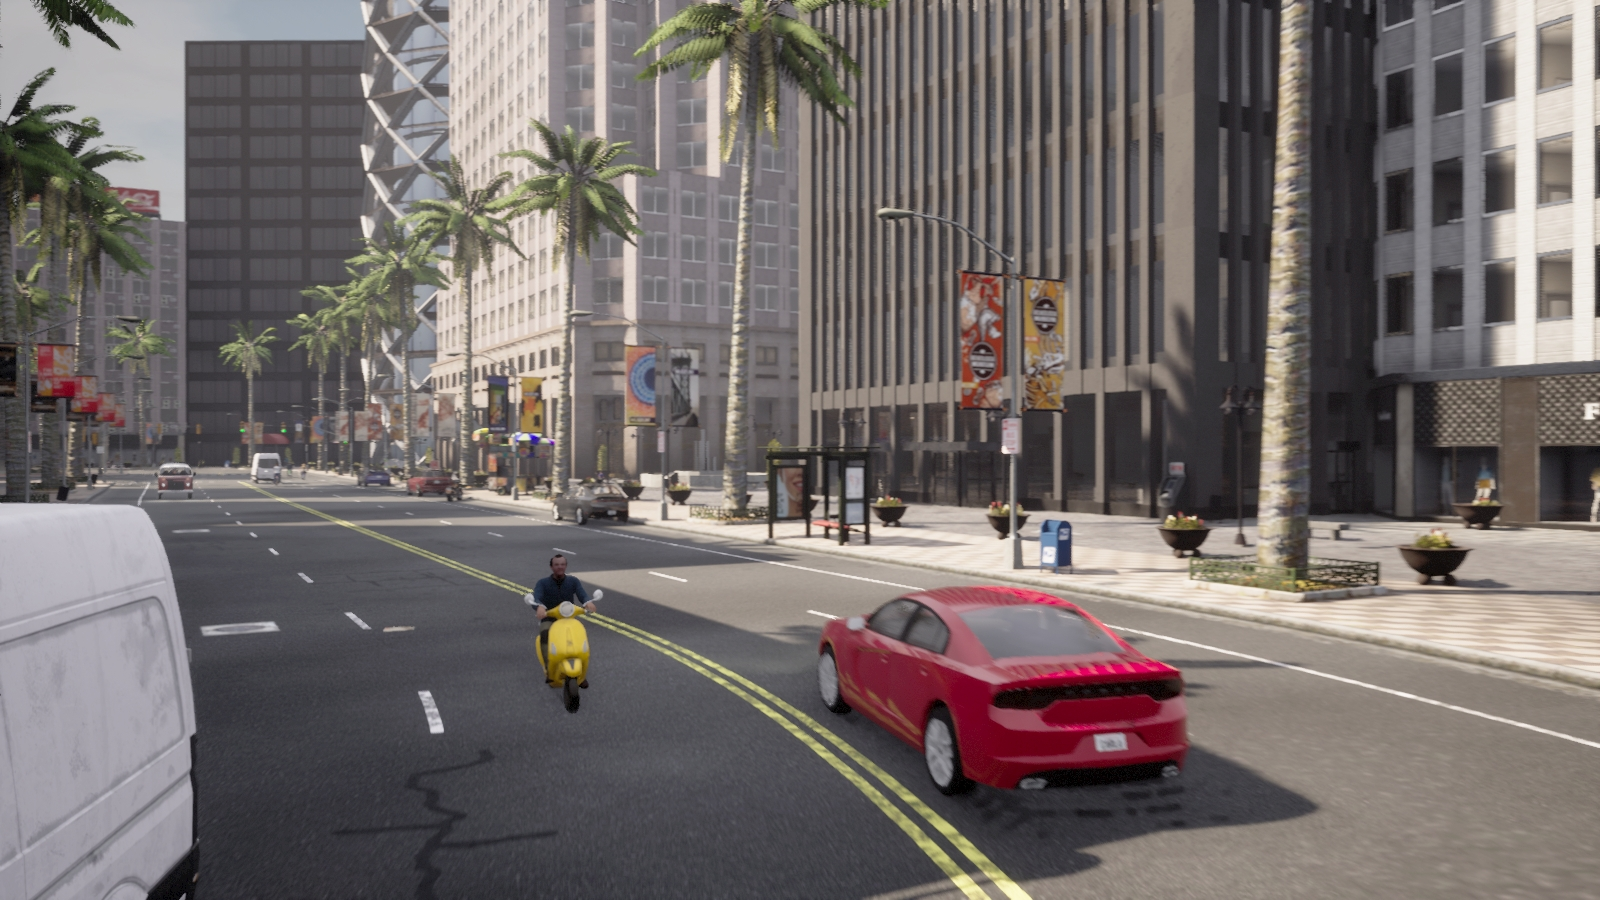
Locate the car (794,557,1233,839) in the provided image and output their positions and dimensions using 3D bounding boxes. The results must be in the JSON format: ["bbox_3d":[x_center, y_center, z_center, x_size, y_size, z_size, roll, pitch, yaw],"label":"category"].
[{"bbox_3d":[1.630,2.033,10.911,2.097,1.535,5.006,0,0,-16],"label":"car"}]

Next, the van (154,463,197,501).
[{"bbox_3d":[-36.000,1.802,65.809,2.069,2.038,4.480,0,0,-30],"label":"van"}]

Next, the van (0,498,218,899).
[{"bbox_3d":[-3.698,1.536,3.123,1.988,2.561,5.915,0,0,-9],"label":"van"}]
